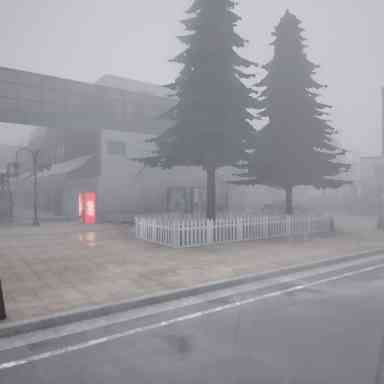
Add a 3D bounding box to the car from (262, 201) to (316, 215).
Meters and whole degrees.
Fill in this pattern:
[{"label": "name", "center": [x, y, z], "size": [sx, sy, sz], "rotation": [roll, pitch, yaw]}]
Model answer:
[{"label": "car", "center": [9.073, 1.532, 31.552], "size": [2.033, 1.411, 5.357], "rotation": [0, 0, -34]}]
